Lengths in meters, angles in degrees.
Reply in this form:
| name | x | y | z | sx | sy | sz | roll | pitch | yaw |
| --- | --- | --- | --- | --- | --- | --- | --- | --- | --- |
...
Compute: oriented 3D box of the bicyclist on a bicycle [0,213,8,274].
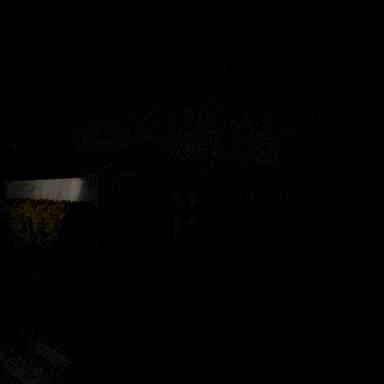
| name | x | y | z | sx | sy | sz | roll | pitch | yaw |
| --- | --- | --- | --- | --- | --- | --- | --- | --- | --- |
| bicyclist on a bicycle | -5.088 | 1.302 | 8.680 | 0.582 | 1.620 | 1.656 | 0 | -1 | -35 |
